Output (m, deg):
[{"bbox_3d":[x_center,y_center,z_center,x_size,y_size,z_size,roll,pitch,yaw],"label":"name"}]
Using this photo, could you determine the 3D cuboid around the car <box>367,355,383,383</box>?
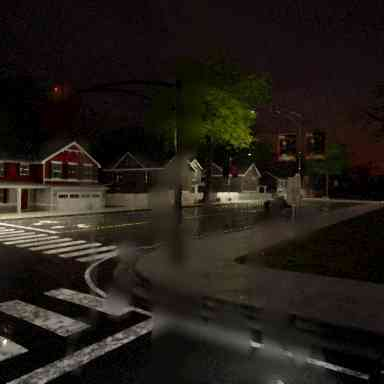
[{"bbox_3d":[3.346,1.506,1.295,4.892,1.490,1.837,0,0,35],"label":"car"}]

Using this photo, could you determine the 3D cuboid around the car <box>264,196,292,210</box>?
[{"bbox_3d":[9.869,1.234,37.789,2.128,1.511,4.902,1,1,36],"label":"car"}]
